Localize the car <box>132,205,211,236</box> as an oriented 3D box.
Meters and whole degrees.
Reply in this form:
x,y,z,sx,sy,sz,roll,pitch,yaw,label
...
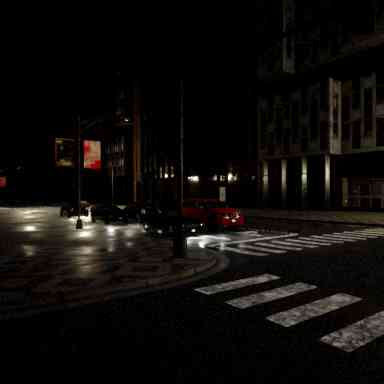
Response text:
x,y,z,sx,sy,sz,roll,pitch,yaw,label
-1.461,1.793,20.632,2.033,1.411,5.357,0,-1,-36,car

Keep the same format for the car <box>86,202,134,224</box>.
x,y,z,sx,sy,sz,roll,pitch,yaw,label
-7.154,1.855,28.581,1.882,1.535,5.008,0,-1,-36,car

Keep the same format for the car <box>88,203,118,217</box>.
x,y,z,sx,sy,sz,roll,pitch,yaw,label
-10.421,2.024,38.736,1.812,1.442,4.674,0,-1,-35,car

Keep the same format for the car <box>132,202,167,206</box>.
x,y,z,sx,sy,sz,roll,pitch,yaw,label
-4.635,1.716,30.653,2.097,1.767,4.553,0,-1,-36,car

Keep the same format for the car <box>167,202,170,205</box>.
x,y,z,sx,sy,sz,roll,pitch,yaw,label
-3.127,1.900,40.043,1.882,1.535,5.008,0,0,-36,car

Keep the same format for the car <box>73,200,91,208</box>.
x,y,z,sx,sy,sz,roll,pitch,yaw,label
-22.027,2.406,66.420,2.033,1.411,5.357,0,-1,-36,car

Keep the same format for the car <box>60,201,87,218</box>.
x,y,z,sx,sy,sz,roll,pitch,yaw,label
-13.067,1.866,36.851,2.097,1.767,4.553,0,-1,-36,car

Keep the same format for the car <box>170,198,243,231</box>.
x,y,z,sx,sy,sz,roll,pitch,yaw,label
1.023,1.455,22.790,2.150,2.045,5.566,0,-1,-34,car
